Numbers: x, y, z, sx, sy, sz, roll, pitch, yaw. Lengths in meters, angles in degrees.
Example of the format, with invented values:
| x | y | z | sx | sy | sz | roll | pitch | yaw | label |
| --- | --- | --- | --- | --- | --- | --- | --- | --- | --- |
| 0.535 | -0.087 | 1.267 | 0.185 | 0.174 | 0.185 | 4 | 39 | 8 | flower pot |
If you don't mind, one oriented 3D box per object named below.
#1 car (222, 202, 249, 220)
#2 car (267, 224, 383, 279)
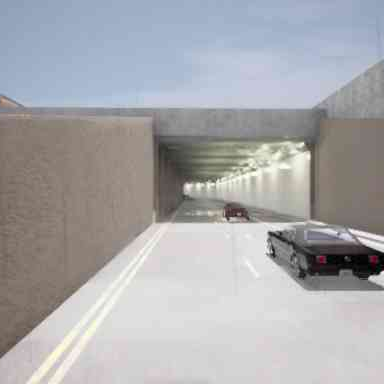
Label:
| x | y | z | sx | sy | sz | roll | pitch | yaw | label |
| --- | --- | --- | --- | --- | --- | --- | --- | --- | --- |
| 3.587 | 1.526 | 27.663 | 1.812 | 1.442 | 4.674 | 0 | 0 | 0 | car |
| 3.594 | 1.601 | 9.966 | 1.895 | 1.301 | 4.718 | 0 | 0 | 0 | car |
